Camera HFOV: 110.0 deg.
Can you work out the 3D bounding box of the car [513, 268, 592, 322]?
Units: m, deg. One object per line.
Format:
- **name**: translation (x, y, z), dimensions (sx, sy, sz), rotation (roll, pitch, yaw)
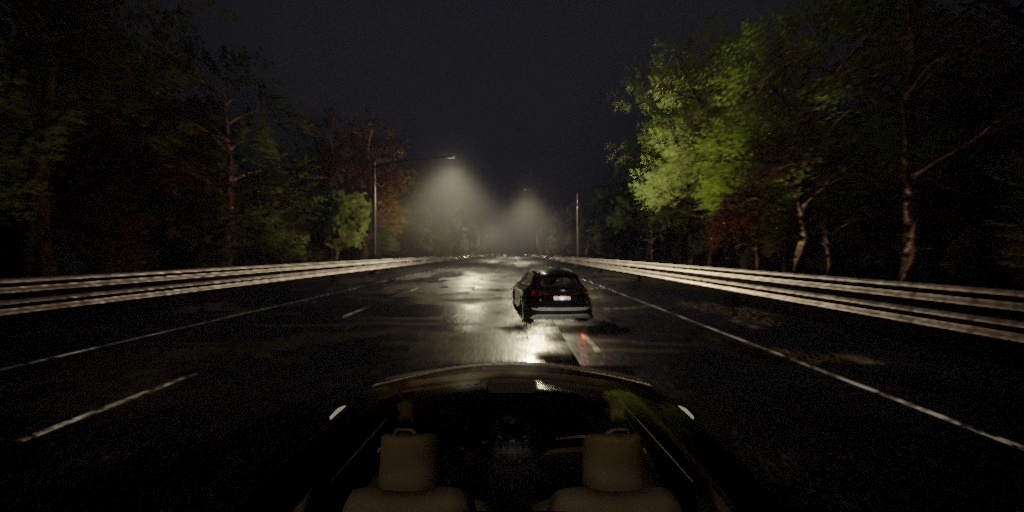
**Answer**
- **car**: translation (1.134, 1.190, 11.760), dimensions (2.033, 1.649, 4.856), rotation (0, 0, -5)
